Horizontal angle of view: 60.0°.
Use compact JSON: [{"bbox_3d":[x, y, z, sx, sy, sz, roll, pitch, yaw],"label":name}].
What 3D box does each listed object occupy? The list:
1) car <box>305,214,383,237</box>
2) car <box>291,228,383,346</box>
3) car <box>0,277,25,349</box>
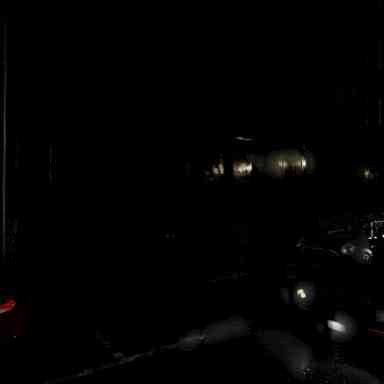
[{"bbox_3d":[5.004,1.504,10.196,4.097,1.590,1.967,0,0,-35],"label":"car"},{"bbox_3d":[4.287,1.594,6.410,5.357,1.411,2.033,0,0,-35],"label":"car"},{"bbox_3d":[-4.197,1.573,3.653,4.206,1.307,1.802,0,0,-35],"label":"car"}]
